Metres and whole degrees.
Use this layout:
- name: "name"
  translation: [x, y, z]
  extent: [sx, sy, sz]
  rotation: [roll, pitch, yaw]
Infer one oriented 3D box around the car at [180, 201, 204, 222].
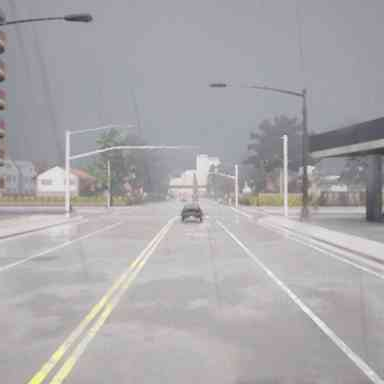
- name: "car"
  translation: [-0.009, 1.794, 29.300]
  extent: [1.837, 1.490, 4.892]
  rotation: [0, 0, 0]
